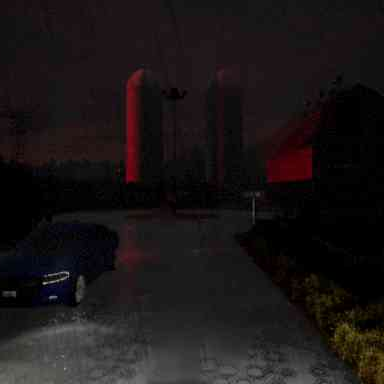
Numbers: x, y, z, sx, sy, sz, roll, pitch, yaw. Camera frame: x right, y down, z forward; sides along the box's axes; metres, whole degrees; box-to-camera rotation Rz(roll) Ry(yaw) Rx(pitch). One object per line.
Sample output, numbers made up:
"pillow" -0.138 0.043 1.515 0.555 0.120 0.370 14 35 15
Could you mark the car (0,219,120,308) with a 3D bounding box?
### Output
"car" -3.144 1.507 8.265 1.882 1.535 5.008 0 0 0
